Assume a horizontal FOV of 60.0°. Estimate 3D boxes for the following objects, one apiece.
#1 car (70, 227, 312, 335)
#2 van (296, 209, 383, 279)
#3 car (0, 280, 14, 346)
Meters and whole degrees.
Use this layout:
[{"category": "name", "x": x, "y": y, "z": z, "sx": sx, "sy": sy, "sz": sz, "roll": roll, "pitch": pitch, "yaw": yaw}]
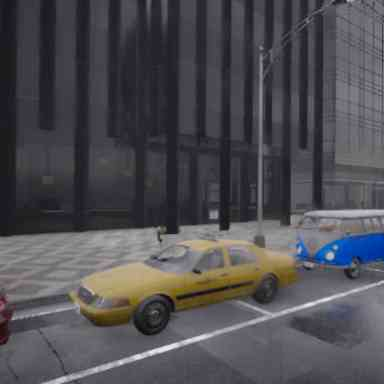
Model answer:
[{"category": "car", "x": 0.131, "y": 1.564, "z": 6.735, "sx": 4.829, "sy": 1.417, "sz": 1.752, "roll": 1, "pitch": 0, "yaw": -35}, {"category": "van", "x": 4.842, "y": 1.436, "z": 10.085, "sx": 3.998, "sy": 1.788, "sz": 1.690, "roll": 1, "pitch": 0, "yaw": -35}, {"category": "car", "x": -4.302, "y": 1.567, "z": 3.582, "sx": 4.206, "sy": 1.307, "sz": 1.802, "roll": 1, "pitch": 0, "yaw": -35}]
